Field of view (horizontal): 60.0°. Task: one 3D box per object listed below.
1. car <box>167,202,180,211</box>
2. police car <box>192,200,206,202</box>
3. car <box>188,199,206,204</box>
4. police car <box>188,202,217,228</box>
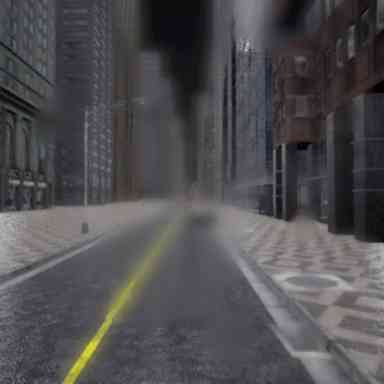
[{"bbox_3d":[-3.076,2.409,56.721,1.837,1.490,4.892,0,-1,0],"label":"car"},{"bbox_3d":[0.890,1.975,35.841,1.930,1.638,5.238,0,-1,0],"label":"police car"},{"bbox_3d":[0.890,1.875,41.765,2.150,2.045,5.566,0,-1,0],"label":"car"},{"bbox_3d":[0.893,1.812,25.841,1.930,1.638,5.238,0,-1,0],"label":"police car"}]
